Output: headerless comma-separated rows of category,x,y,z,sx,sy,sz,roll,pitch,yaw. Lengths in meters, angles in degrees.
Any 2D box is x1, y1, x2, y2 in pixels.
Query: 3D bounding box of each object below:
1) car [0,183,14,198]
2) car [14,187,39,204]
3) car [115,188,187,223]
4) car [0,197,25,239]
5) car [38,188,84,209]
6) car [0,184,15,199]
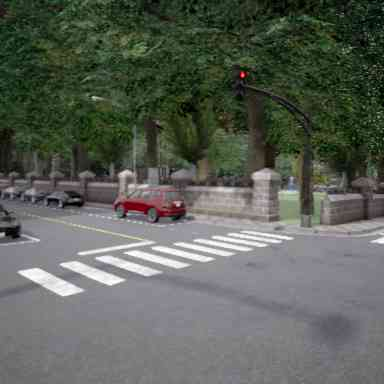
car,-22.203,-0.185,38.225,4.097,1.590,1.967,3,3,44
car,-14.311,0.324,30.705,4.403,1.369,2.008,3,3,44
car,-2.466,0.687,19.410,5.009,1.841,2.192,3,3,44
car,-8.348,1.080,13.246,4.313,1.339,1.947,3,3,44
car,-10.364,0.538,26.943,4.313,1.339,1.947,3,3,44
car,-18.258,0.124,34.467,4.403,1.369,2.008,3,3,44
